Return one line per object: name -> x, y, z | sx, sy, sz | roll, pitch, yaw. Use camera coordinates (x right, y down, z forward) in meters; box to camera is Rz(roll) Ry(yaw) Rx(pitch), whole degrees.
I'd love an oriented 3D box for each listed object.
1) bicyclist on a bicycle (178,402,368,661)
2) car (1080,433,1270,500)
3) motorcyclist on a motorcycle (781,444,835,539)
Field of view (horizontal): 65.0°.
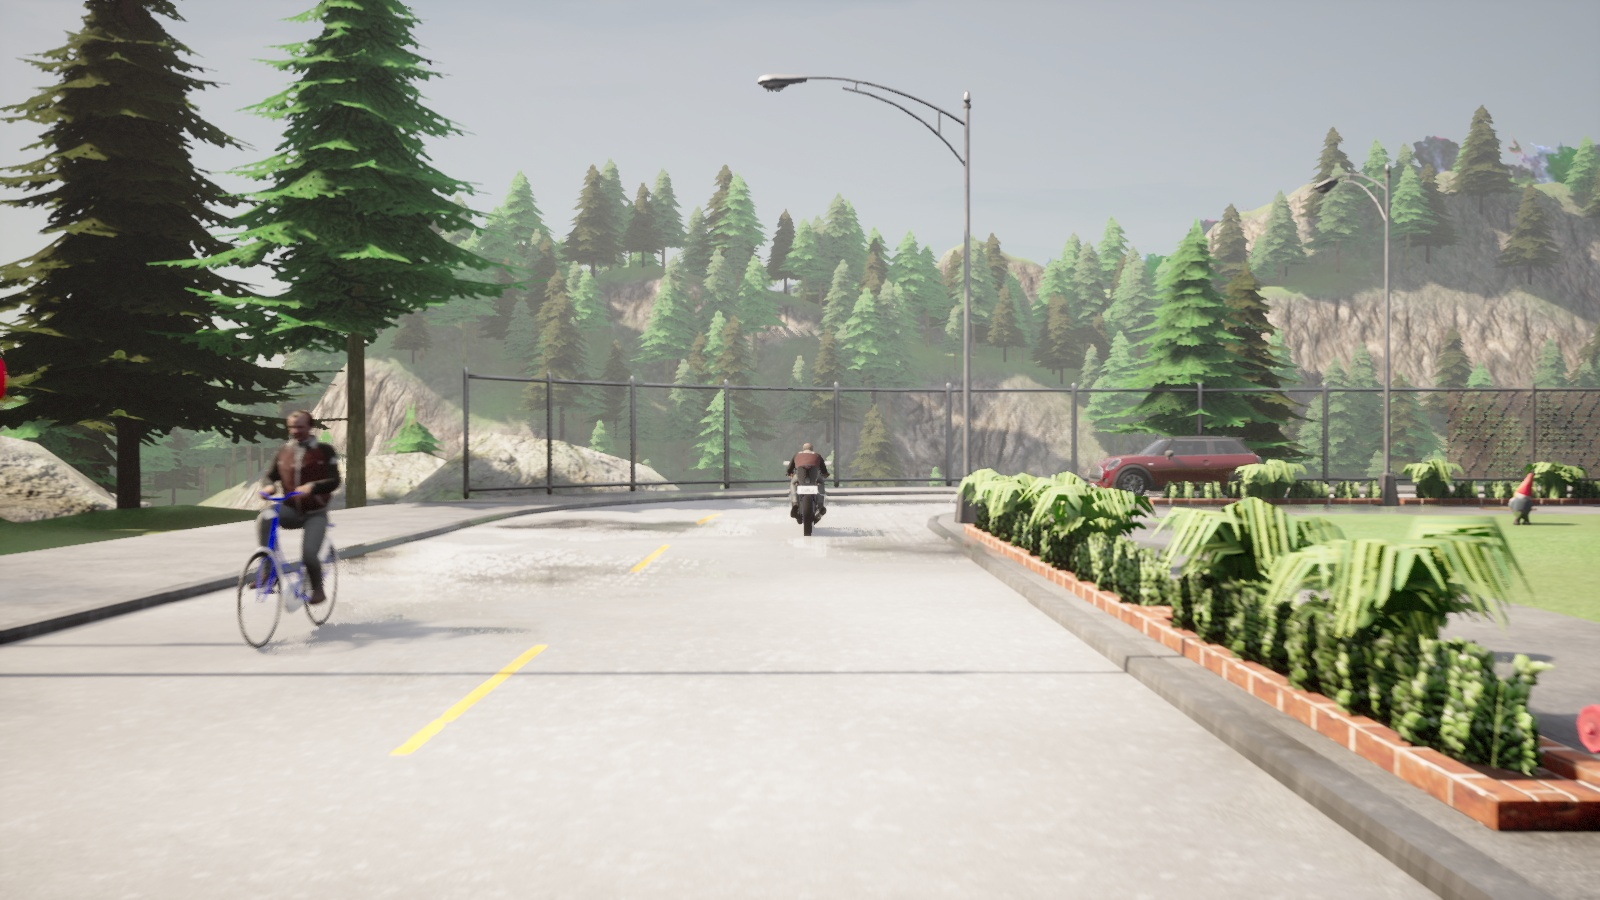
bicyclist on a bicycle -> -3.931, 0.560, 9.538 | 0.659, 1.776, 1.843 | 0, 0, 0
car -> 10.126, 0.420, 34.212 | 4.553, 1.767, 2.097 | 0, 0, 0
motorcyclist on a motorcycle -> 0.132, 0.662, 21.223 | 0.866, 1.530, 2.191 | 0, 0, 0
